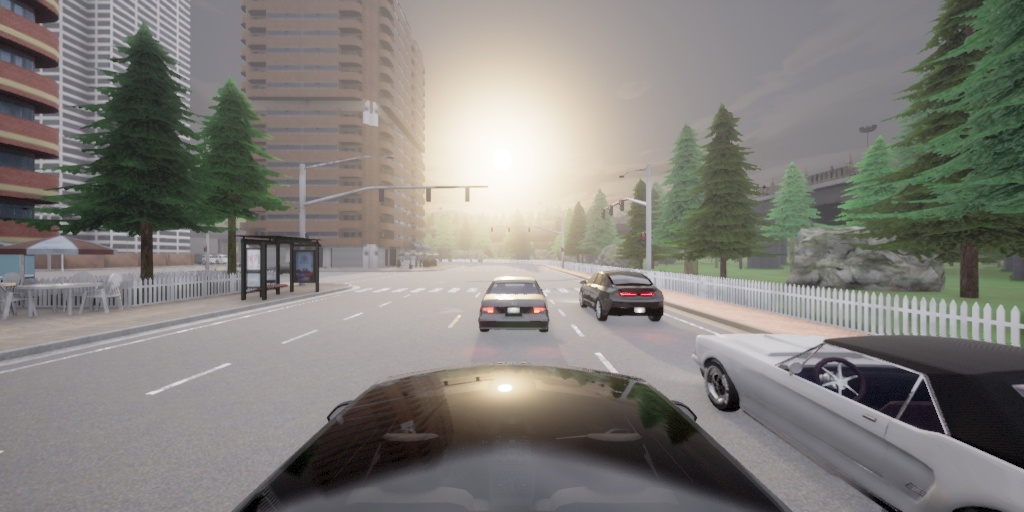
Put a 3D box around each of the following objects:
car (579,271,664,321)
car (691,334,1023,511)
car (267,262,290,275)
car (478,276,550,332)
[{"bbox_3d":[3.568,1.254,12.375,1.837,1.490,4.892,0,0,1],"label":"car"},{"bbox_3d":[3.514,1.351,3.113,1.895,1.301,4.718,0,0,1],"label":"car"},{"bbox_3d":[-23.478,1.329,37.772,4.674,1.442,1.812,0,0,0],"label":"car"},{"bbox_3d":[0.081,1.297,10.787,2.033,1.411,5.357,0,0,1],"label":"car"}]
